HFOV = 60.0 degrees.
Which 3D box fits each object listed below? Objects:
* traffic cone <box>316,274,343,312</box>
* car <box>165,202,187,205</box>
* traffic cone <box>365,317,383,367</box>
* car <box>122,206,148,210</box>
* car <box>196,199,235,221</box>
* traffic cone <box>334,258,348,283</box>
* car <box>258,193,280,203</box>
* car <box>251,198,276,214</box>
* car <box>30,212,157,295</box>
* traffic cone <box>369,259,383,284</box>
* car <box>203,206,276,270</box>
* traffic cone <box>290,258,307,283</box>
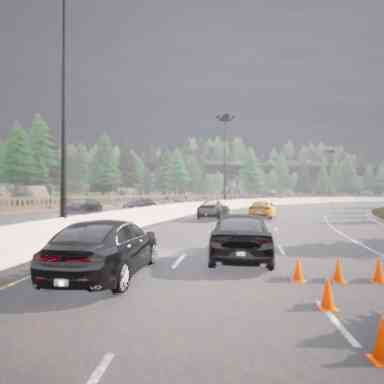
[{"bbox_3d":[2.630,1.964,6.445,0.340,0.580,0.340,0,0,2],"label":"traffic cone"},{"bbox_3d":[-1.731,1.537,37.913,1.895,1.301,4.718,0,0,23],"label":"car"},{"bbox_3d":[2.558,1.967,4.446,0.340,0.580,0.340,0,0,2],"label":"traffic cone"},{"bbox_3d":[-5.859,1.414,36.982,1.837,1.490,4.892,0,0,23],"label":"car"},{"bbox_3d":[1.776,1.467,26.768,2.128,1.511,4.902,0,0,18],"label":"car"},{"bbox_3d":[3.701,1.969,8.408,0.340,0.580,0.340,0,0,2],"label":"traffic cone"},{"bbox_3d":[16.507,1.222,71.424,2.150,2.045,5.566,0,0,42],"label":"car"},{"bbox_3d":[6.162,1.480,28.807,1.882,1.535,5.008,0,0,20],"label":"car"},{"bbox_3d":[-2.210,1.478,8.739,1.837,1.490,4.892,0,0,7],"label":"car"},{"bbox_3d":[4.700,1.976,8.372,0.340,0.580,0.340,0,0,2],"label":"traffic cone"},{"bbox_3d":[1.643,1.473,11.182,1.882,1.535,5.008,0,0,8],"label":"car"},{"bbox_3d":[2.701,1.962,8.444,0.340,0.580,0.340,0,0,2],"label":"traffic cone"}]
